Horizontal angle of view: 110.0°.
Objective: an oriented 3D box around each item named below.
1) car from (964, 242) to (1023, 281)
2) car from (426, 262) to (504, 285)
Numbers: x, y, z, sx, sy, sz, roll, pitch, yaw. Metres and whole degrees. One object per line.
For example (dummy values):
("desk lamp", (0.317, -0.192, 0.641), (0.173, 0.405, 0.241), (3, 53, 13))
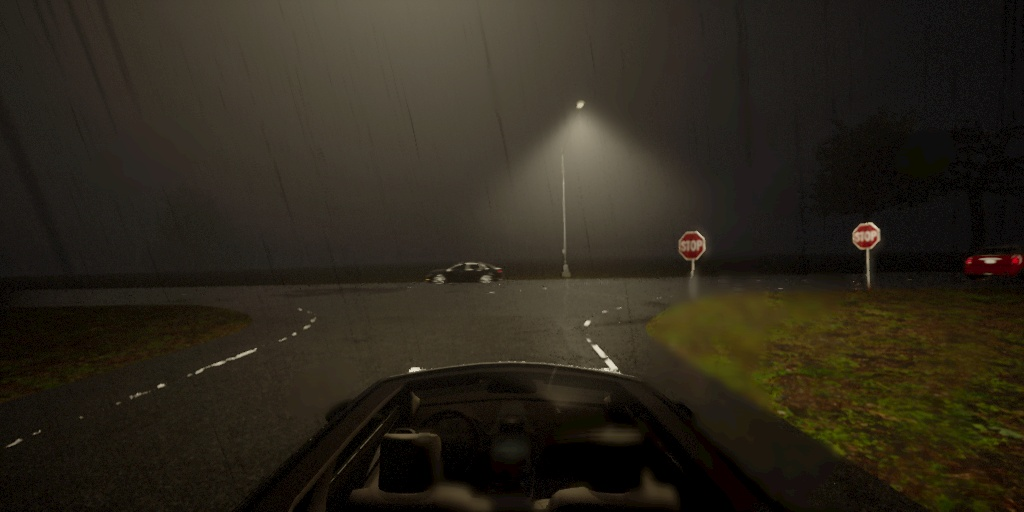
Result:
("car", (23.786, 0.237, 16.296), (4.553, 1.767, 2.097), (-1, -1, -1))
("car", (-2.972, 1.147, 22.907), (4.892, 1.490, 1.837), (0, 0, 0))
